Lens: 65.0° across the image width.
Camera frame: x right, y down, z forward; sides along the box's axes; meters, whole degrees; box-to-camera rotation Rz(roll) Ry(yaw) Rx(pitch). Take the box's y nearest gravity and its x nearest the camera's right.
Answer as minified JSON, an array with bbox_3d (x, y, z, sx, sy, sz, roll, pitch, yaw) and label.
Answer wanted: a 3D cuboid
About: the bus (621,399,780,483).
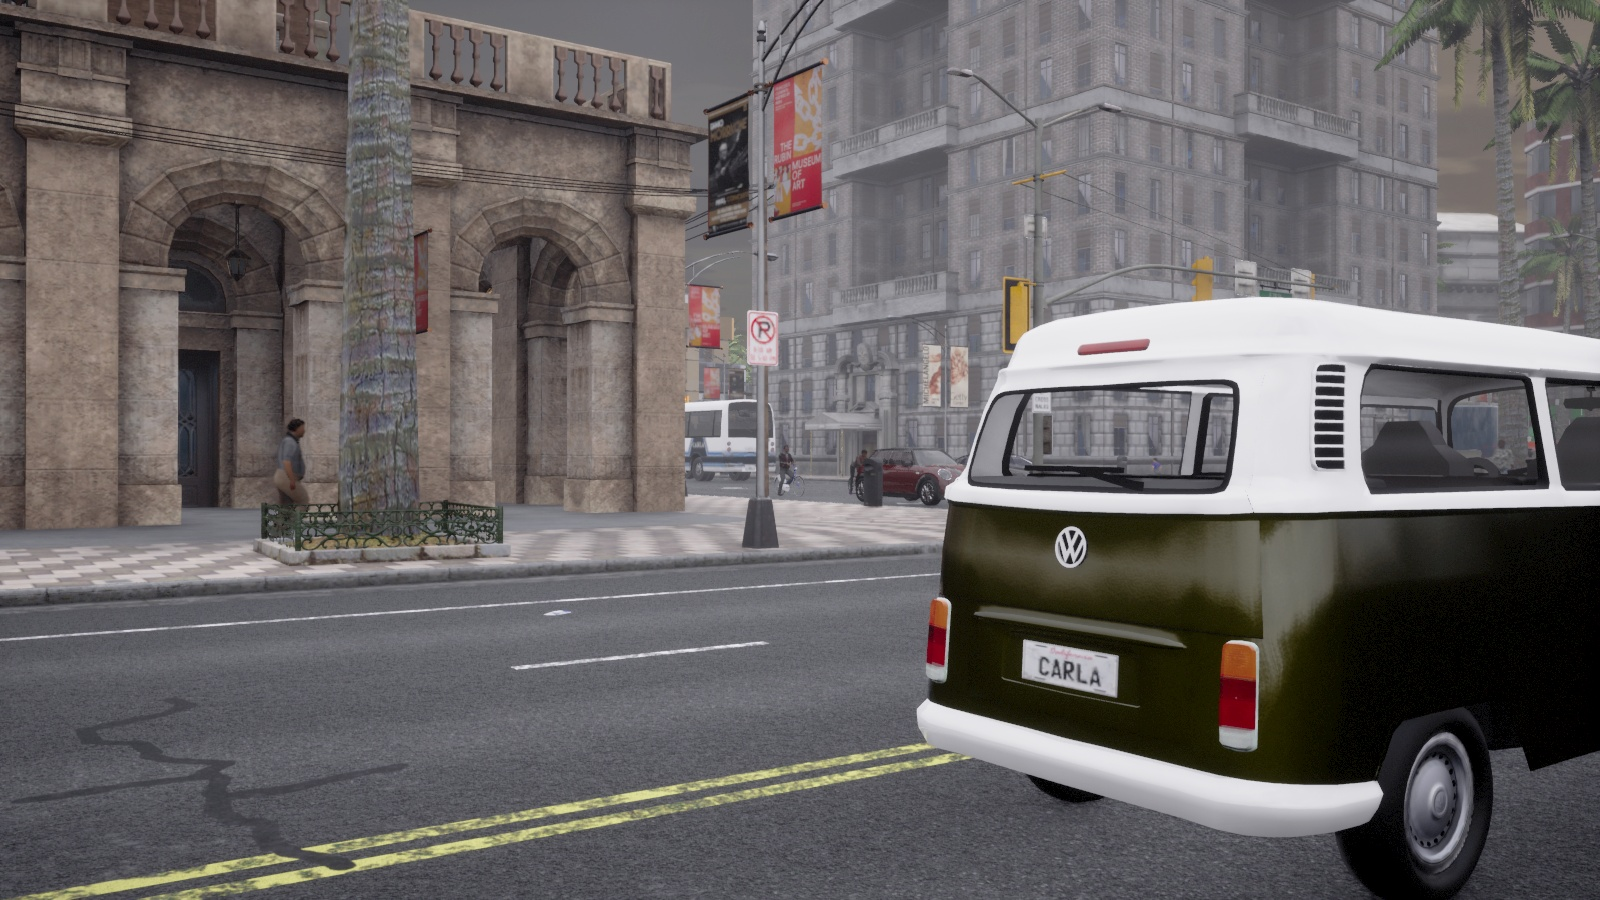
[{"bbox_3d":[-5.665,-0.451,68.777,3.944,4.253,10.273,0,0,-36],"label":"bus"}]

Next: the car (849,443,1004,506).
[{"bbox_3d":[3.674,0.687,37.230,2.097,1.767,4.553,0,0,-35],"label":"car"}]

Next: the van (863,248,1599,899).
[{"bbox_3d":[2.684,0.476,5.517,4.480,2.038,2.069,0,0,-35],"label":"van"}]

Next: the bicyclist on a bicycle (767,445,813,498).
[{"bbox_3d":[-0.353,0.721,42.982,0.659,1.776,1.843,0,0,-35],"label":"bicyclist on a bicycle"}]

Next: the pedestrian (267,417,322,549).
[{"bbox_3d":[-7.199,0.461,17.873,0.694,1.848,0.540,0,0,-26],"label":"pedestrian"}]
